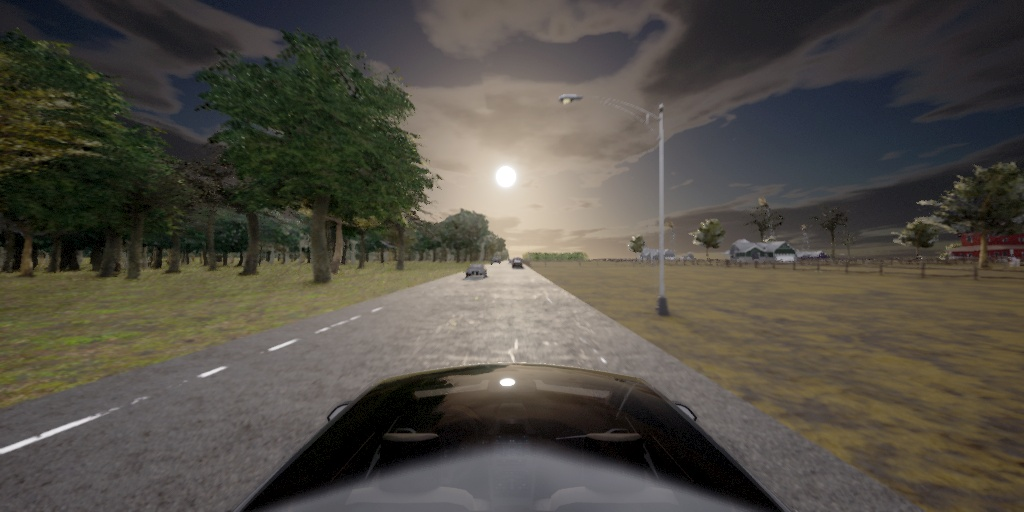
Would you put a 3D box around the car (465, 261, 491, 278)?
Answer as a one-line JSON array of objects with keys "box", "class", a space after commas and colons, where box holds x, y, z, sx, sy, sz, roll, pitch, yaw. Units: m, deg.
[{"box": [-3.577, 1.483, 36.796, 1.994, 1.385, 4.181, 0, 0, 0], "class": "car"}]
